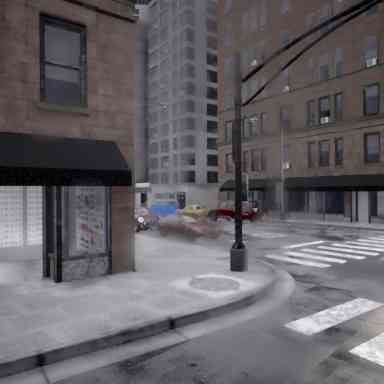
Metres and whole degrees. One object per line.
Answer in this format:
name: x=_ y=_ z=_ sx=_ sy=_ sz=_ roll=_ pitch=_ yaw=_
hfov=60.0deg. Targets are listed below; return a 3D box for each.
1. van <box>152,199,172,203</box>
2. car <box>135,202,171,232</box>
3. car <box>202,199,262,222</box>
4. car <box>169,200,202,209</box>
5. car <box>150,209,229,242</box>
van: x=-3.019 y=1.689 z=35.982 sx=1.690 sy=1.788 sz=3.998 roll=-1 pitch=0 yaw=-36
car: x=-3.503 y=1.706 z=22.066 sx=1.967 sy=1.590 sz=4.097 roll=-1 pitch=0 yaw=-36
car: x=3.412 y=1.522 z=27.048 sx=2.192 sy=1.841 sz=5.009 roll=-1 pitch=0 yaw=-36
car: x=0.101 y=1.804 z=31.653 sx=1.752 sy=1.417 sz=4.829 roll=-1 pitch=0 yaw=-36
car: x=-0.284 y=1.778 z=17.599 sx=1.802 sy=1.307 sz=4.206 roll=-1 pitch=0 yaw=-36
